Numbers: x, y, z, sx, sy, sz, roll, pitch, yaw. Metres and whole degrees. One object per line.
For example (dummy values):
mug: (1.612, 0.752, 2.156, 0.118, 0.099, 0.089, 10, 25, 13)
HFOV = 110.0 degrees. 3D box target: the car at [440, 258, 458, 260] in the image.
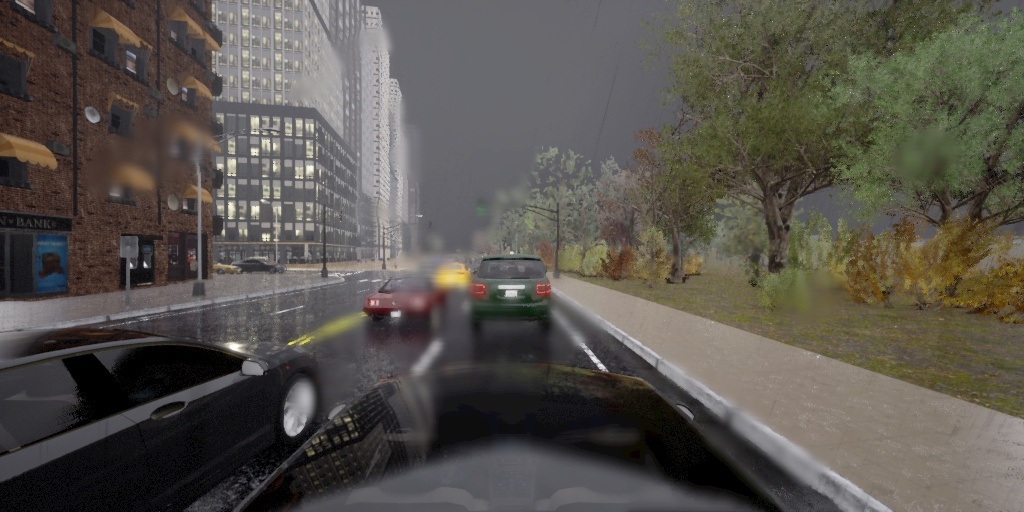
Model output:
car: (-9.517, 1.264, 55.138, 2.033, 1.411, 5.357, 0, 0, -6)

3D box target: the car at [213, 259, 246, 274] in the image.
car: (-26.646, 0.938, 31.370, 4.829, 1.417, 1.751, 0, 0, -11)

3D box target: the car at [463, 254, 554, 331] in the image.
car: (-0.030, 0.969, 11.060, 2.150, 2.045, 5.566, 0, 0, -1)

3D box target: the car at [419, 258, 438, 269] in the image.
car: (-12.636, 1.284, 53.650, 1.994, 1.385, 4.181, 0, 0, -6)

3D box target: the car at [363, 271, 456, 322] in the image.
car: (-3.294, 1.349, 12.314, 1.895, 1.301, 4.718, 0, 0, -1)

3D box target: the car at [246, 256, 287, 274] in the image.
car: (-24.361, 0.972, 34.537, 4.674, 1.442, 1.812, 1, 0, -9)

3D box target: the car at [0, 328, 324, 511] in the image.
car: (-3.180, 1.255, 2.370, 1.837, 1.490, 4.892, 0, 0, 0)

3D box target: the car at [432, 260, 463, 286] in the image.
car: (-3.700, 1.220, 23.354, 1.882, 1.535, 5.008, 0, 0, -4)
